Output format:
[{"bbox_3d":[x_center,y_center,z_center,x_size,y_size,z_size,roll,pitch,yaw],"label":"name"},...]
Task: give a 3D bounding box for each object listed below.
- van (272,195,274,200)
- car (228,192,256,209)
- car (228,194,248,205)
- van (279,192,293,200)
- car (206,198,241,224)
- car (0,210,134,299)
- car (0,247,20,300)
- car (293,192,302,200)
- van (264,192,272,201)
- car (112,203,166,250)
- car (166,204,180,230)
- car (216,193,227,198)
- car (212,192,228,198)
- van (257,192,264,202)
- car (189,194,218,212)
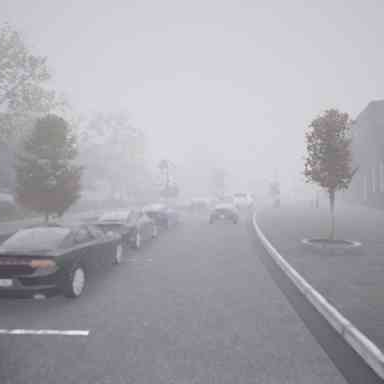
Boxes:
[{"bbox_3d":[18.046,1.060,77.583,1.878,1.987,4.442,-3,-1,29],"label":"van"},{"bbox_3d":[6.250,1.030,41.000,2.150,2.045,5.566,-1,0,16],"label":"car"},{"bbox_3d":[8.066,1.270,57.679,1.946,1.575,5.366,-3,-1,24],"label":"car"},{"bbox_3d":[24.146,1.097,86.959,1.878,1.987,4.442,-3,-1,33],"label":"van"},{"bbox_3d":[2.353,1.421,23.966,1.812,1.442,4.674,0,0,9],"label":"car"},{"bbox_3d":[-3.238,1.476,8.554,2.097,1.535,5.008,-1,1,4],"label":"car"},{"bbox_3d":[-3.517,1.533,2.327,2.002,1.452,4.674,-1,0,2],"label":"car"},{"bbox_3d":[27.393,1.092,91.402,2.435,2.045,5.566,-3,-1,35],"label":"car"},{"bbox_3d":[15.288,1.048,72.732,1.878,1.987,4.442,-3,-1,28],"label":"van"},{"bbox_3d":[-2.798,1.438,14.247,2.231,1.521,4.892,0,1,6],"label":"car"},{"bbox_3d":[-2.027,1.409,20.527,2.097,1.535,5.008,0,0,8],"label":"car"},{"bbox_3d":[2.453,1.331,41.678,2.231,1.521,4.892,-3,0,16],"label":"car"},{"bbox_3d":[4.099,1.055,47.056,2.435,2.045,5.566,-3,0,18],"label":"car"},{"bbox_3d":[12.686,1.042,67.783,1.878,1.987,4.442,-3,-1,27],"label":"van"},{"bbox_3d":[0.992,1.355,36.280,2.231,1.521,4.892,-3,0,15],"label":"car"}]
